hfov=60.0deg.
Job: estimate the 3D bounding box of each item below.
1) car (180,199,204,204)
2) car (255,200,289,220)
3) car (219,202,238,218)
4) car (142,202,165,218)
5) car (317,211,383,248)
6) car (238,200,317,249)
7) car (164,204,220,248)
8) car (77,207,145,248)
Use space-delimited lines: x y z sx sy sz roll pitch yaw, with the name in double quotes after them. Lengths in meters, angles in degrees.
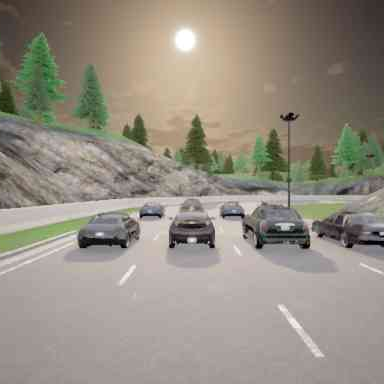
0.000 1.366 29.620 2.097 1.767 4.553 0 0 0 "car"
7.000 1.516 29.650 1.837 1.490 4.892 0 0 0 "car"
3.500 1.572 29.650 1.994 1.385 4.181 0 0 0 "car"
-3.500 1.572 29.650 1.994 1.385 4.181 0 0 0 "car"
7.000 1.563 14.650 2.033 1.411 5.357 0 0 0 "car"
3.500 1.366 14.620 2.097 1.767 4.553 0 0 0 "car"
0.000 1.516 14.650 1.837 1.490 4.892 0 0 0 "car"
-3.500 1.572 14.650 1.994 1.385 4.181 0 0 0 "car"
